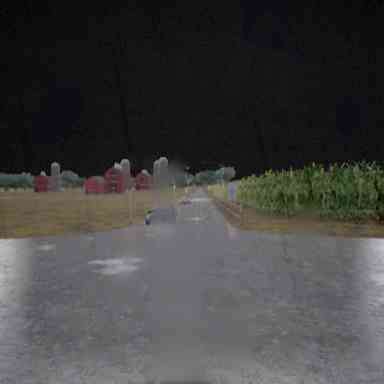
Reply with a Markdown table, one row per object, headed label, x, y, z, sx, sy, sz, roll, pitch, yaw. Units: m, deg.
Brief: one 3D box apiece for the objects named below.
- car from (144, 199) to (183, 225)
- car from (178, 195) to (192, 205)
| label | x | y | z | sx | sy | sz | roll | pitch | yaw |
| --- | --- | --- | --- | --- | --- | --- | --- | --- | --- |
| car | -2.026 | 1.502 | 23.360 | 2.033 | 1.411 | 5.357 | 0 | 0 | 2 |
| car | -1.121 | 1.365 | 54.312 | 1.837 | 1.490 | 4.892 | 0 | 2 | 2 |
